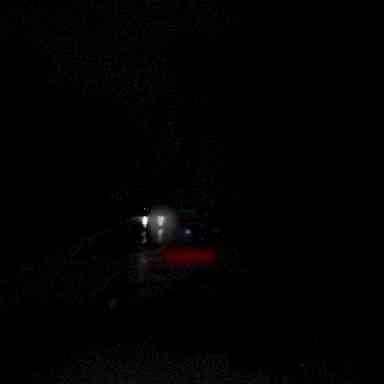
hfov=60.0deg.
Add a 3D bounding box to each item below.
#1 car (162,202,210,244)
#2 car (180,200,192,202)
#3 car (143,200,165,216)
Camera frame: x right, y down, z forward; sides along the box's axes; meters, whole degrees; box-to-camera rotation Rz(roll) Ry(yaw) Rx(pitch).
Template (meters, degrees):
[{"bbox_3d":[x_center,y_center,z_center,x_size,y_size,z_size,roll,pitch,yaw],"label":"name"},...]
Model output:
[{"bbox_3d":[-0.207,1.444,15.704,1.882,1.535,5.008,0,0,-1],"label":"car"},{"bbox_3d":[-0.605,1.577,34.402,2.033,1.411,5.357,0,0,-1],"label":"car"},{"bbox_3d":[-3.673,1.544,33.066,1.837,1.490,4.892,0,-1,-1],"label":"car"}]
